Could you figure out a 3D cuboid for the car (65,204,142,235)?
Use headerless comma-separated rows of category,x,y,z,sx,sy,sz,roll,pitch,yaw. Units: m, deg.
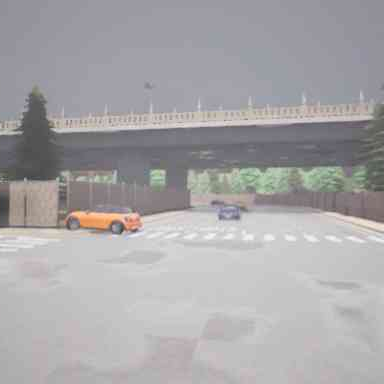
car,-5.421,1.507,20.304,4.553,1.767,2.097,3,1,19

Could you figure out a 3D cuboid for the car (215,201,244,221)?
car,3.558,1.858,30.881,1.812,1.442,4.674,0,-1,12

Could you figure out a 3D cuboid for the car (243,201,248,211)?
car,7.125,1.993,48.537,1.882,1.535,5.008,0,0,11

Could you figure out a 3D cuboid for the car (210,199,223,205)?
car,5.971,2.332,73.945,2.033,1.411,5.357,0,-1,-24
